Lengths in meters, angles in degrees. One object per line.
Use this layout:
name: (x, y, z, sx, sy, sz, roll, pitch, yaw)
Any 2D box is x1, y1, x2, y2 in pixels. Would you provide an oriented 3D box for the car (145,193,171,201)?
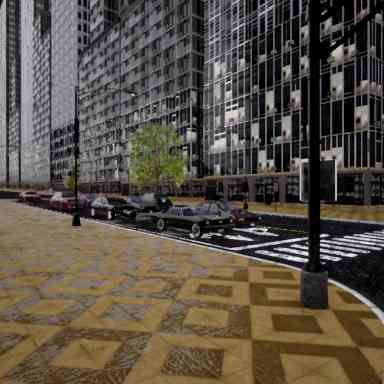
car: (-3.927, 0.844, 32.346, 2.097, 1.767, 4.553, 0, 1, -38)

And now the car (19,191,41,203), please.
car: (-21.378, 0.613, 43.925, 1.882, 1.535, 5.008, 0, 1, -38)

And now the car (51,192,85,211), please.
car: (-11.782, 0.775, 31.518, 2.097, 1.767, 4.553, 0, 1, -38)

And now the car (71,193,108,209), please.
car: (-11.114, 0.911, 35.941, 2.033, 1.411, 5.357, 0, 1, -38)

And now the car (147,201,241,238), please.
car: (-0.065, 1.372, 16.587, 1.895, 1.301, 4.718, 0, 1, -38)

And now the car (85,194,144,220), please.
car: (-5.654, 1.110, 23.698, 1.837, 1.490, 4.892, 0, 1, -38)

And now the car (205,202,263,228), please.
car: (1.659, 1.289, 19.706, 2.033, 1.411, 5.357, 0, 1, -36)

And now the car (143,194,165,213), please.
car: (-4.751, 1.100, 27.817, 2.033, 1.411, 5.357, 0, 1, -37)
